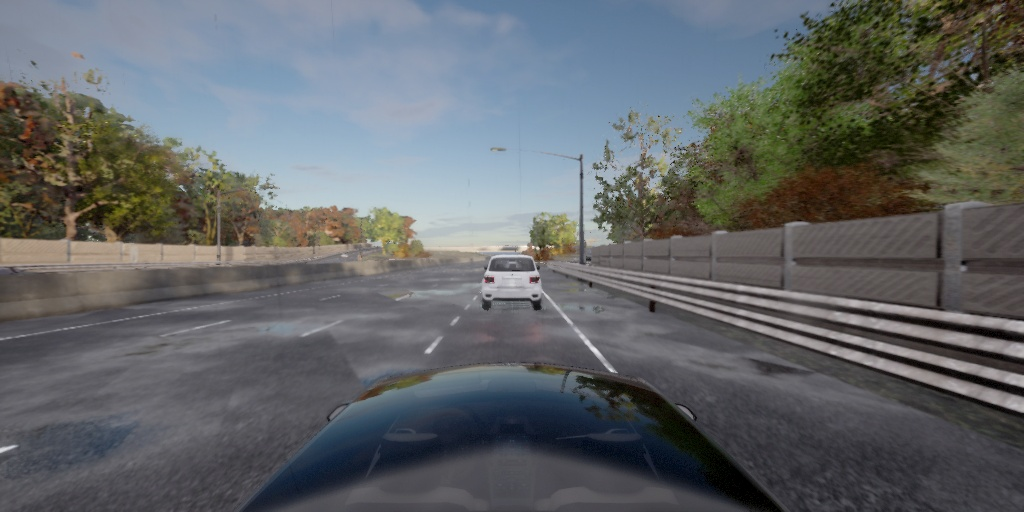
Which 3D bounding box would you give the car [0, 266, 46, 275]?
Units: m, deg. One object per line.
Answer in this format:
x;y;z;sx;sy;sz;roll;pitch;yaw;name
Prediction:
-31.595;1.316;21.300;2.033;1.411;5.357;0;0;0;car

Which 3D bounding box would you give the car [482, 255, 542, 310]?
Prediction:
0.000;0.981;14.927;2.150;2.045;5.566;0;0;0;car
